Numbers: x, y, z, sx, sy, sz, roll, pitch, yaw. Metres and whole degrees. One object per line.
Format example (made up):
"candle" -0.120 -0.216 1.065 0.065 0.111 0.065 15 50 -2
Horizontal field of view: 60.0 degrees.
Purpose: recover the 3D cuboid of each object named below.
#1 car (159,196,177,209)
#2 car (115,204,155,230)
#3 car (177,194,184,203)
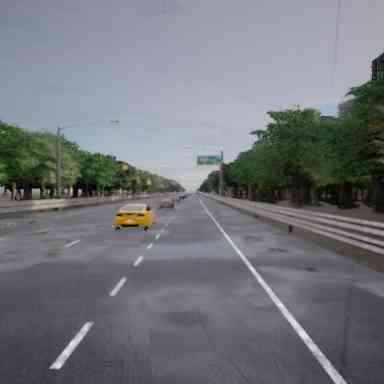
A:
"car" -3.386 1.536 45.303 1.812 1.442 4.674 0 0 0
"car" -3.474 1.482 21.024 1.882 1.535 5.008 0 0 0
"car" -3.244 1.545 68.466 2.033 1.411 5.357 0 0 0
